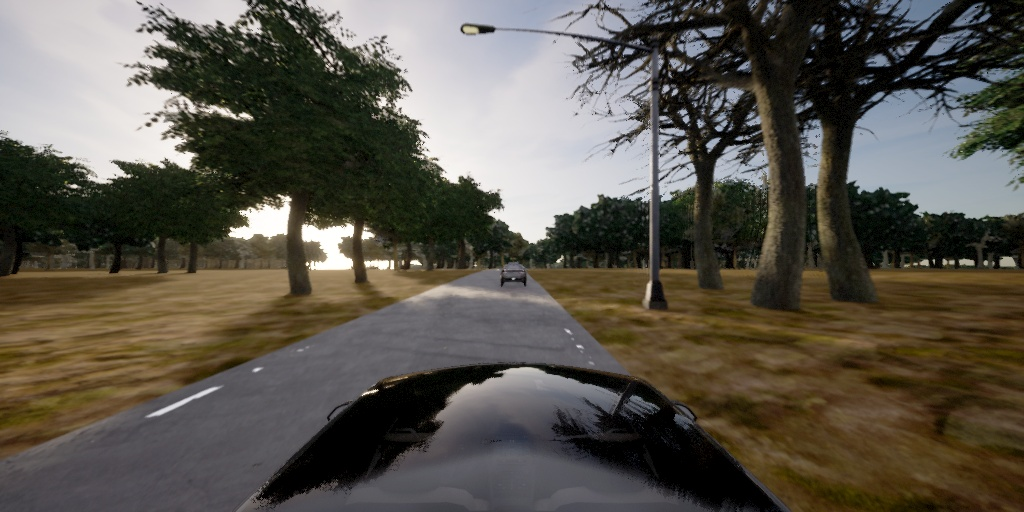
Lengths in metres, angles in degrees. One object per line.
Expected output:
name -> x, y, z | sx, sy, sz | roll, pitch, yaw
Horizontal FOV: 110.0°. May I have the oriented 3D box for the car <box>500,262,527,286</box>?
car -> 0.105, 1.351, 26.681 | 2.128, 1.511, 4.902 | 0, 0, 0
